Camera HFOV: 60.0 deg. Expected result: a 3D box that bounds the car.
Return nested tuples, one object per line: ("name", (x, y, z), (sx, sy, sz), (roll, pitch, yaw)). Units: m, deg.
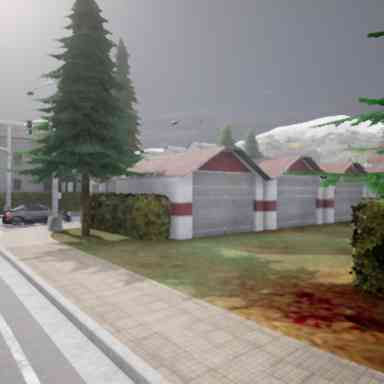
("car", (-10.343, 1.526, 22.381), (4.181, 1.385, 1.994), (1, 0, -35))
